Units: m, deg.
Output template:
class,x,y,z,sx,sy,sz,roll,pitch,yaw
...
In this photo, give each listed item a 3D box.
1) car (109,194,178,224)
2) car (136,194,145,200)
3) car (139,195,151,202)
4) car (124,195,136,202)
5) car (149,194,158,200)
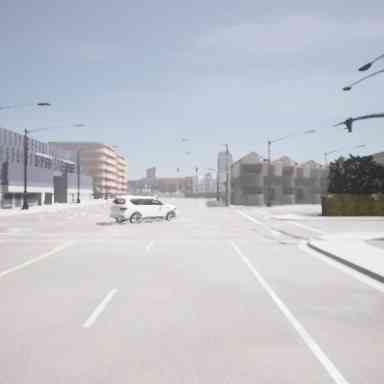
class,x,y,z,sx,sy,sz,roll,pitch,yaw
car,-3.620,1.328,25.419,2.150,2.045,5.566,3,1,45
car,-14.035,1.289,90.933,1.812,1.442,4.674,0,0,0
car,-10.529,1.437,75.056,1.895,1.301,4.718,0,1,0
car,-14.029,1.365,75.084,1.812,1.442,4.674,0,1,0
car,-10.535,1.243,90.934,1.882,1.535,5.008,0,0,0
